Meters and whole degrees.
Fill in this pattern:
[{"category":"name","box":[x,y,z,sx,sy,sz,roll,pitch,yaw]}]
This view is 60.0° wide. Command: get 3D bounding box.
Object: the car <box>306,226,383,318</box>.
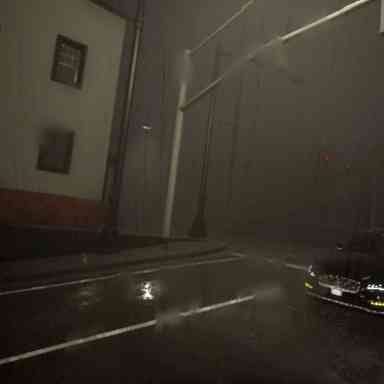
[{"category":"car","box":[4.408,1.498,6.986,4.892,1.490,1.837,2,-2,-35]}]
